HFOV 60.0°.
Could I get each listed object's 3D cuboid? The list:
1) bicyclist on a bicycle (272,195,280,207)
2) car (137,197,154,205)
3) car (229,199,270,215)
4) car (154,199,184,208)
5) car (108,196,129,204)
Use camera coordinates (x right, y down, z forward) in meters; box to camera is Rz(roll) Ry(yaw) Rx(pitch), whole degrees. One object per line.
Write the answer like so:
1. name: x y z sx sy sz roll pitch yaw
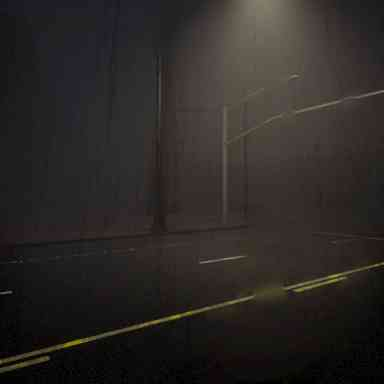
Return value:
1. bicyclist on a bicycle: 11.543 1.303 45.535 1.656 1.620 0.582 0 0 -36
2. car: -8.559 1.564 61.070 1.994 1.385 4.181 0 0 -35
3. car: 5.896 1.491 34.539 2.128 1.511 4.902 0 0 -36
4. car: -3.111 1.601 47.162 1.895 1.301 4.718 0 0 -35
5. car: -14.281 1.505 62.977 1.882 1.535 5.008 0 0 -36
